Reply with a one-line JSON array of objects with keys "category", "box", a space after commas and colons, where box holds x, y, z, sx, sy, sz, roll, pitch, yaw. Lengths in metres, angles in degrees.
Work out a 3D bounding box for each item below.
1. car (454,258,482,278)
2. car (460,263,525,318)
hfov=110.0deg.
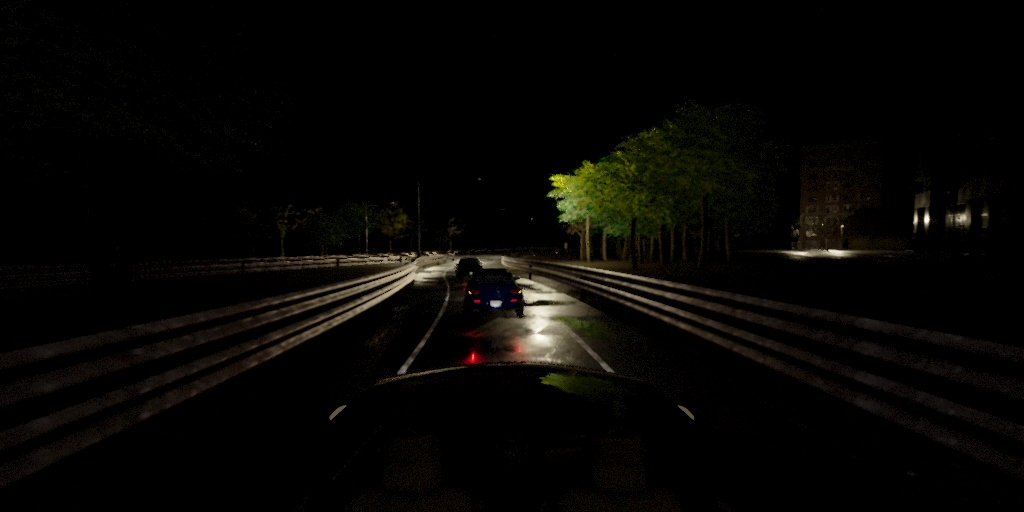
[{"category": "car", "box": [-3.337, 0.888, 27.906, 1.837, 1.490, 4.892, -1, 1, -11]}, {"category": "car", "box": [-0.676, 1.136, 12.306, 1.812, 1.442, 4.674, 0, 1, -6]}]
